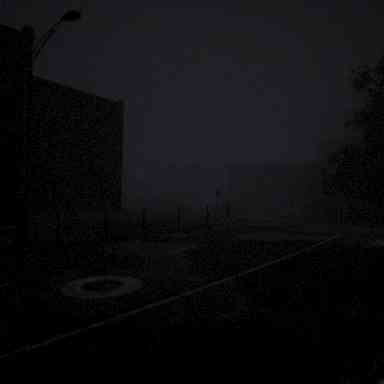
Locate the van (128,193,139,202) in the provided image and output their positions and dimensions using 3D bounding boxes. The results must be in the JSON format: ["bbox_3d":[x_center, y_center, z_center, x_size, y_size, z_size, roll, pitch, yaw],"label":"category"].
[{"bbox_3d":[-11.187,1.300,72.946,1.878,1.987,4.442,2,0,34],"label":"van"}]

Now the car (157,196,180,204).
[{"bbox_3d":[-4.248,1.713,68.325,2.163,1.488,4.792,1,-1,34],"label":"car"}]

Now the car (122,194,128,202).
[{"bbox_3d":[-15.600,1.279,76.125,2.185,1.767,4.553,2,0,34],"label":"car"}]

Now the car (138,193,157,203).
[{"bbox_3d":[-8.703,1.461,71.433,2.185,1.767,4.553,1,-1,34],"label":"car"}]
